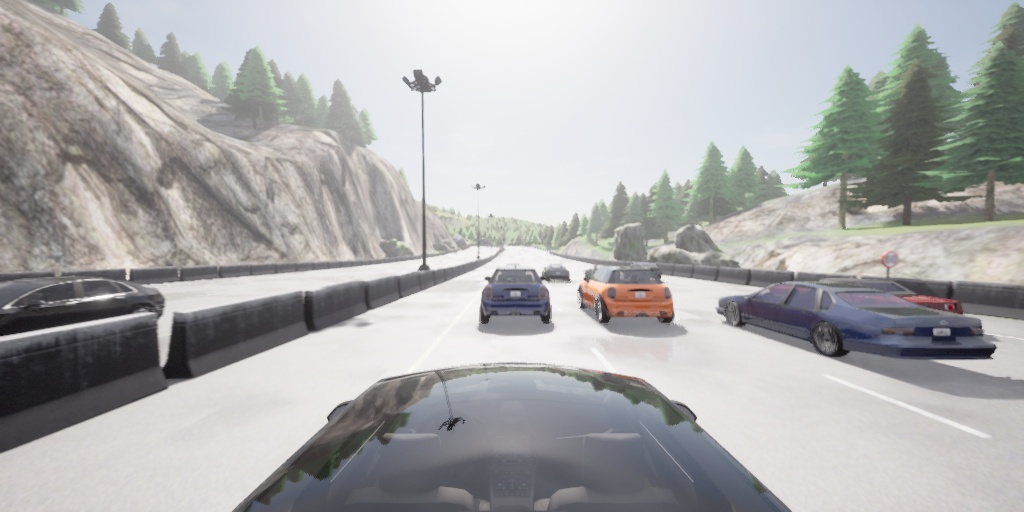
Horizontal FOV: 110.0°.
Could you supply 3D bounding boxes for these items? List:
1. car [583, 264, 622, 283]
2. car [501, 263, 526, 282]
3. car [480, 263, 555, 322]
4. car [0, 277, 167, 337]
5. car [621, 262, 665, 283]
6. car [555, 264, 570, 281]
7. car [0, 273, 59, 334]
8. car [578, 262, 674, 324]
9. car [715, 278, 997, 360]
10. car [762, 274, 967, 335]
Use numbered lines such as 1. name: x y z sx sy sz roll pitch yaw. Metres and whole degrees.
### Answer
1. car: 7.114 1.358 28.681 1.895 1.301 4.718 0 0 0
2. car: 0.115 1.317 30.075 1.994 1.385 4.181 0 0 0
3. car: 0.105 1.109 12.413 2.097 1.767 4.553 0 0 0
4. car: -10.585 1.256 7.951 1.837 1.490 4.892 0 0 0
5. car: 10.615 1.261 29.395 1.837 1.490 4.892 0 0 0
6. car: 3.615 1.317 30.063 1.994 1.385 4.181 0 0 0
7. car: -14.085 1.256 7.966 1.837 1.490 4.892 0 0 0
8. car: 3.605 1.109 12.194 2.097 1.767 4.553 0 0 0
9. car: 7.103 1.303 8.436 2.033 1.411 5.357 0 0 0
10. car: 10.605 1.358 11.468 1.895 1.301 4.718 0 0 0
